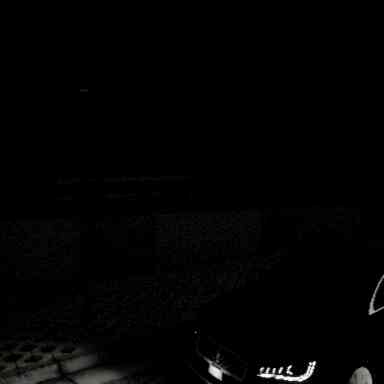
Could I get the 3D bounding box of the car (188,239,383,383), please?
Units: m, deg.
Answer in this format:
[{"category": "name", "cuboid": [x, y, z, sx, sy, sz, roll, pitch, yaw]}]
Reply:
[{"category": "car", "cuboid": [2.204, 1.493, 4.642, 4.892, 1.490, 1.837, 0, 0, -36]}]
